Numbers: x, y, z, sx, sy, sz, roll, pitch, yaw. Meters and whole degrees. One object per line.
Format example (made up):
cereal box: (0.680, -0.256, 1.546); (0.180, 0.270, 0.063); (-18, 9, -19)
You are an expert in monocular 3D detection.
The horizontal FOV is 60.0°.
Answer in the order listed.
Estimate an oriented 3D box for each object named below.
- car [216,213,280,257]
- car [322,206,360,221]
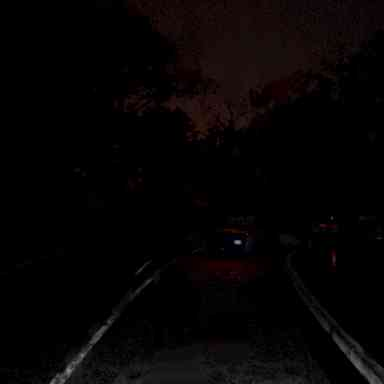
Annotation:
car: (2.457, 1.619, 13.863); (1.882, 1.535, 5.008); (-1, -1, 21)
car: (13.808, 1.949, 30.654); (1.895, 1.301, 4.718); (-1, -1, 45)
